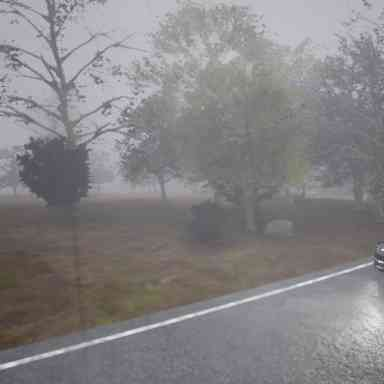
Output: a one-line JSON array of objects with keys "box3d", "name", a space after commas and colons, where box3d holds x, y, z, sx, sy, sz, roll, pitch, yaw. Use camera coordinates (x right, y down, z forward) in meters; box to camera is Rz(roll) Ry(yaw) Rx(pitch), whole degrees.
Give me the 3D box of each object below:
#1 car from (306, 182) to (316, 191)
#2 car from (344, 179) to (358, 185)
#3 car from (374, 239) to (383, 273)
[{"box3d": [23.445, -1.140, 66.129, 2.097, 1.767, 4.553, -3, 3, 26], "name": "car"}, {"box3d": [36.480, -2.384, 76.389, 4.181, 1.385, 1.994, -4, 3, -11], "name": "car"}, {"box3d": [7.015, 1.489, 9.603, 4.902, 1.511, 2.128, 0, 0, -40], "name": "car"}]
